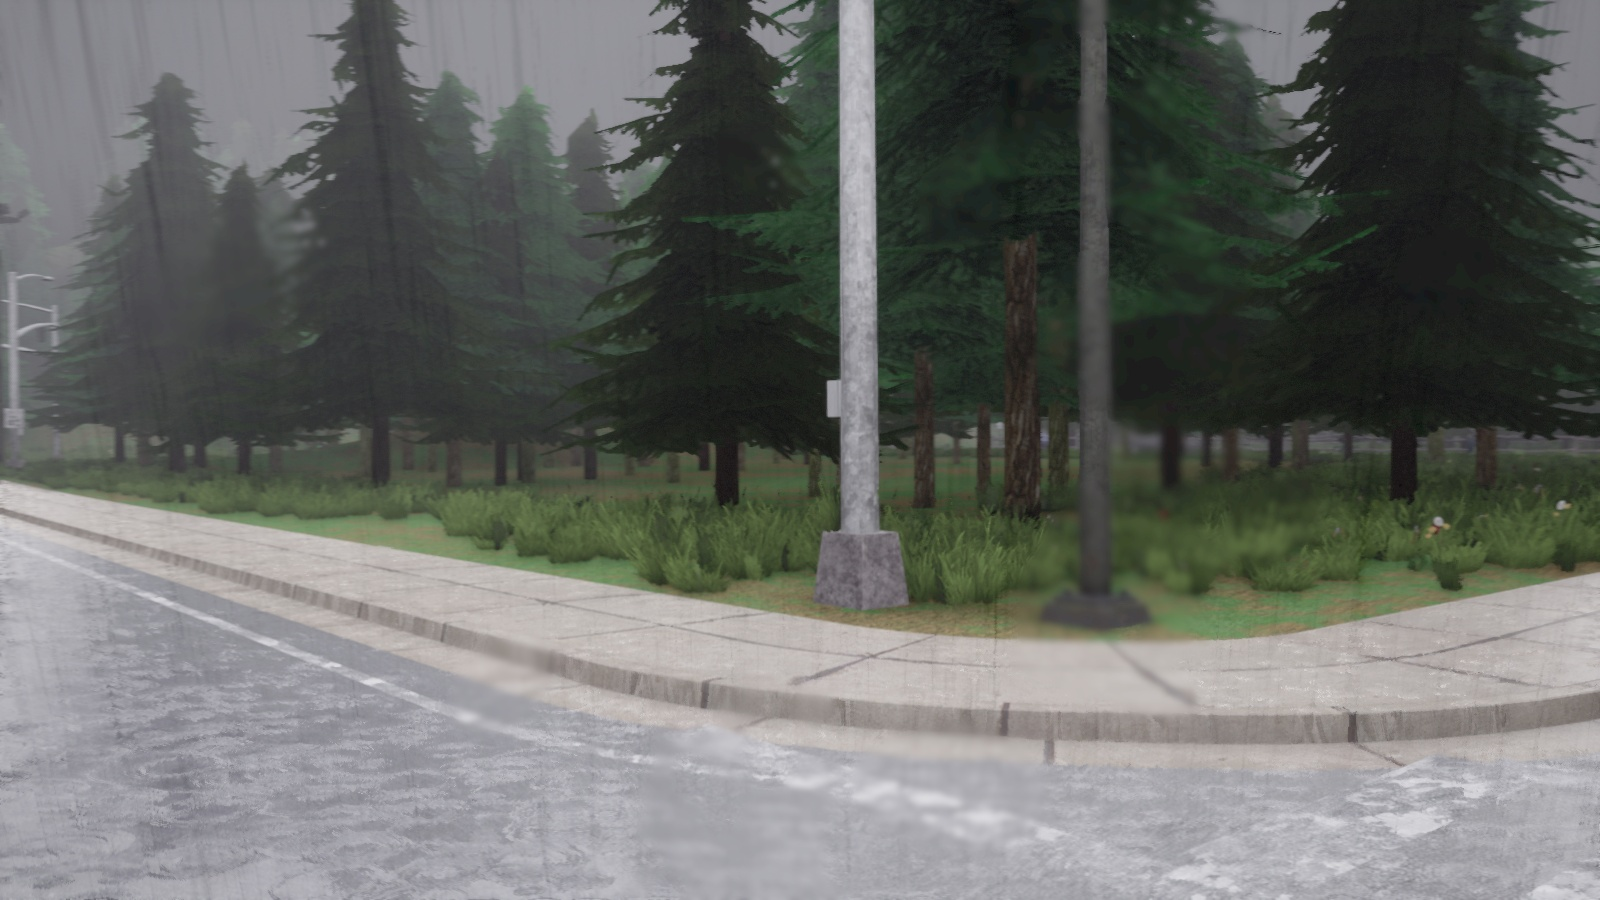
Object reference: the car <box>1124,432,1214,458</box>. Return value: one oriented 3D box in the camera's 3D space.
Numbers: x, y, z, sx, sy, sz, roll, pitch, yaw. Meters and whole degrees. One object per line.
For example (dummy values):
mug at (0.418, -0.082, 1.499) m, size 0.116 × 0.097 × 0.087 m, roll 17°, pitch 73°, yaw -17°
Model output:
car at (22.196, -0.299, 75.677) m, size 2.128 × 1.511 × 4.902 m, roll -1°, pitch 1°, yaw -38°

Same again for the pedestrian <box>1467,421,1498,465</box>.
pedestrian at (29.559, -0.302, 54.400) m, size 0.874 × 1.855 × 0.900 m, roll -1°, pitch 1°, yaw -38°
